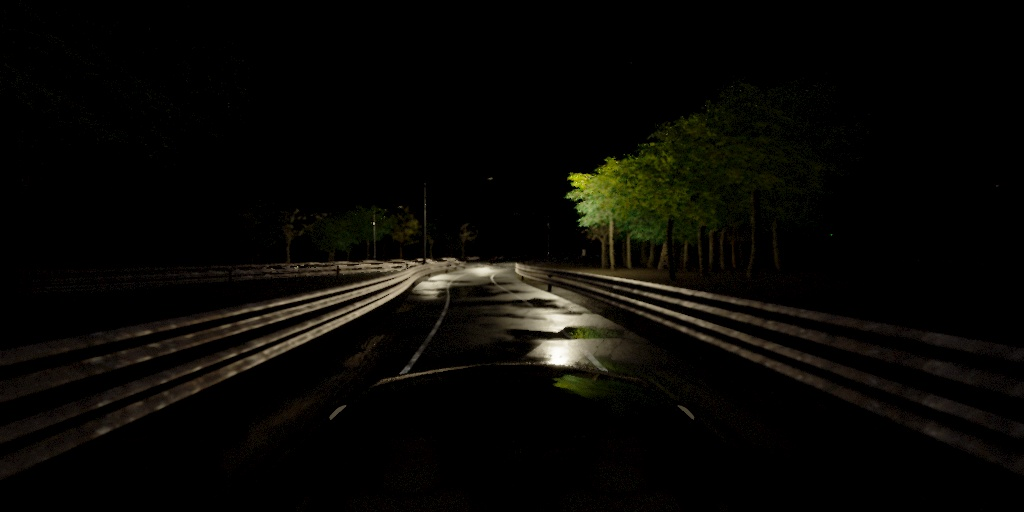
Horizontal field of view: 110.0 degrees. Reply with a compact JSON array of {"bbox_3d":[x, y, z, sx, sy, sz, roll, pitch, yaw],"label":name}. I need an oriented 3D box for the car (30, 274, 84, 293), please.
[{"bbox_3d":[-35.071,2.025,26.159,1.882,1.535,5.008,0,1,32],"label":"car"}]

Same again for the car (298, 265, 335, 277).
[{"bbox_3d":[-23.972,1.800,44.164,1.994,1.385,4.181,0,1,32],"label":"car"}]
